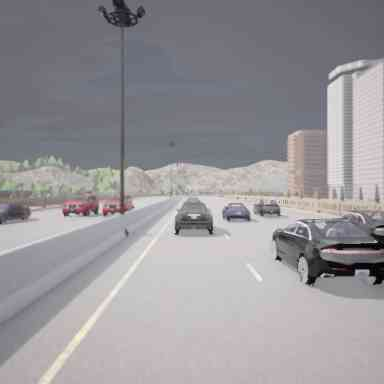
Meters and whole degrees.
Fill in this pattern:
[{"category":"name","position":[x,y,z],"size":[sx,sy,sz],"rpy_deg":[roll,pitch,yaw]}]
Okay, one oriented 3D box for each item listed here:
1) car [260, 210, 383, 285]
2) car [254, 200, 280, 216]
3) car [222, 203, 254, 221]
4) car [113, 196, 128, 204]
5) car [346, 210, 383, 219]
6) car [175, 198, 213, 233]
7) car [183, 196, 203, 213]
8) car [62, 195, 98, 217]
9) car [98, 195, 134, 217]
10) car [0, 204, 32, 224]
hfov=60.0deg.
[{"category":"car","position":[3.602,1.498,9.465],"size":[2.128,1.511,4.902],"rpy_deg":[0,0,0]},{"category":"car","position":[7.106,1.538,31.943],"size":[2.128,1.511,4.902],"rpy_deg":[0,0,0]},{"category":"car","position":[3.605,1.600,27.691],"size":[1.994,1.385,4.181],"rpy_deg":[0,0,0]},{"category":"car","position":[-13.988,1.575,65.411],"size":[1.882,1.535,5.008],"rpy_deg":[0,0,0]},{"category":"car","position":[7.102,1.502,13.692],"size":[2.128,1.511,4.902],"rpy_deg":[0,0,0]},{"category":"car","position":[0.103,1.373,19.789],"size":[2.097,1.767,4.553],"rpy_deg":[0,0,0]},{"category":"car","position":[0.108,1.413,37.762],"size":[2.097,1.767,4.553],"rpy_deg":[0,0,0]},{"category":"car","position":[-10.589,1.273,32.111],"size":[2.150,2.045,5.566],"rpy_deg":[0,-1,0]},{"category":"car","position":[-7.089,1.273,32.393],"size":[2.150,2.045,5.566],"rpy_deg":[0,-1,0]},{"category":"car","position":[-14.093,1.580,25.054],"size":[2.033,1.411,5.357],"rpy_deg":[0,0,0]}]
